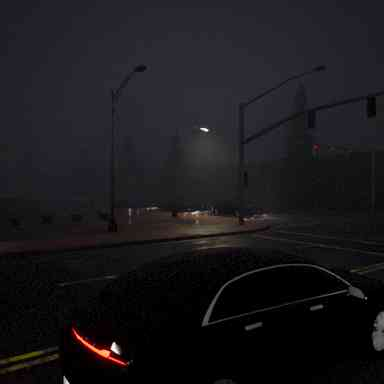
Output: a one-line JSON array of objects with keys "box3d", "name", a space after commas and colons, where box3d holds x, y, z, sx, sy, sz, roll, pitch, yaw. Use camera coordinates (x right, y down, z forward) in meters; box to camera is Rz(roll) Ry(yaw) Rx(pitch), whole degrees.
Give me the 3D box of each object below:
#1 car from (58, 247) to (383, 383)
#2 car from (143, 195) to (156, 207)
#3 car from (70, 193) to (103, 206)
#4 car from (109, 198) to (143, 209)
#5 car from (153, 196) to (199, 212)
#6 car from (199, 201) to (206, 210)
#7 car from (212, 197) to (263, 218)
[{"box3d": [0.858, 1.505, 4.408, 4.892, 1.490, 1.837, 0, 0, -35], "name": "car"}, {"box3d": [-7.659, 1.564, 48.762, 4.181, 1.385, 1.994, 0, 0, 35], "name": "car"}, {"box3d": [-17.229, 1.223, 54.289, 5.566, 2.045, 2.150, 0, 0, 19], "name": "car"}, {"box3d": [-9.429, 1.526, 45.785, 4.674, 1.442, 1.812, 0, 0, 36], "name": "car"}, {"box3d": [-1.964, 1.547, 38.708, 2.033, 1.411, 5.357, 0, 0, -39], "name": "car"}, {"box3d": [-0.311, 1.505, 41.936, 1.837, 1.490, 4.892, 0, 0, -41], "name": "car"}, {"box3d": [3.840, 1.505, 30.883, 1.837, 1.490, 4.892, 0, 0, -36], "name": "car"}]
